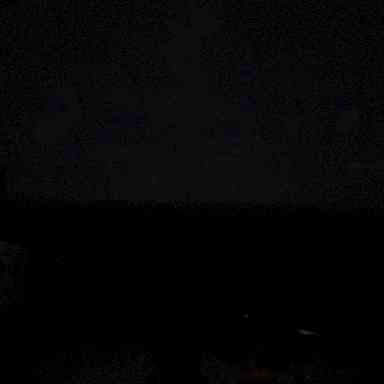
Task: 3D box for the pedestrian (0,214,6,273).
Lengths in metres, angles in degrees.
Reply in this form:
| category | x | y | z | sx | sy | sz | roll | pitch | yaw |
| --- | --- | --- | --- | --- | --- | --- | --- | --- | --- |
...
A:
| category | x | y | z | sx | sy | sz | roll | pitch | yaw |
| --- | --- | --- | --- | --- | --- | --- | --- | --- | --- |
| pedestrian | -4.852 | 1.093 | 8.114 | 0.375 | 1.860 | 0.375 | -1 | -1 | 38 |
